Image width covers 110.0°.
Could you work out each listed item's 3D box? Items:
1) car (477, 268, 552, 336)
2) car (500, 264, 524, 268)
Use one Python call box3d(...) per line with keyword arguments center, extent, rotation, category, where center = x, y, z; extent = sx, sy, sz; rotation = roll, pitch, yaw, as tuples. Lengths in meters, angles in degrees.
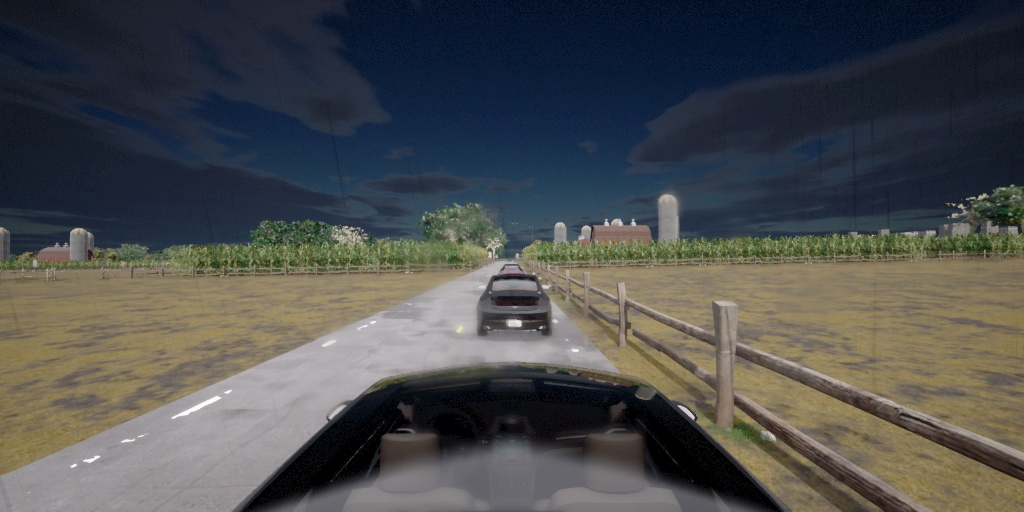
box3d(center=(0.058, 1.254, 10.366), extent=(1.837, 1.490, 4.892), rotation=(0, 0, 0), category="car")
box3d(center=(-0.028, 1.295, 27.265), extent=(1.994, 1.385, 4.181), rotation=(0, 0, 0), category="car")
